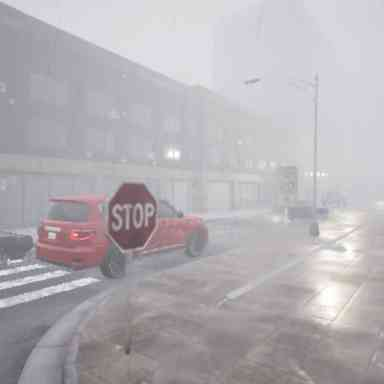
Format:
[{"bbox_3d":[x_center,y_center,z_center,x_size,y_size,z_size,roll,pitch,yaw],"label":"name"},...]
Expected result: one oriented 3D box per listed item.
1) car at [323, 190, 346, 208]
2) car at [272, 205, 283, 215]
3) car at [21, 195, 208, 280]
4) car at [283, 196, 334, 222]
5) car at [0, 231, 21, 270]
[{"bbox_3d":[18.575,0.787,43.444,2.150,2.045,5.566,1,1,35],"label":"car"},{"bbox_3d":[8.720,1.351,29.743,1.994,1.385,4.181,1,1,35],"label":"car"},{"bbox_3d":[-1.714,1.104,9.953,2.150,2.045,5.566,1,1,35],"label":"car"},{"bbox_3d":[8.699,1.321,24.625,1.882,1.535,5.008,1,1,35],"label":"car"},{"bbox_3d":[-6.642,1.446,8.122,1.895,1.301,4.718,1,1,35],"label":"car"}]
